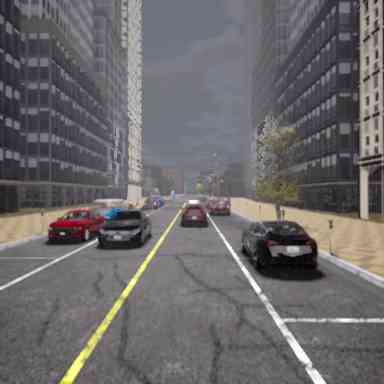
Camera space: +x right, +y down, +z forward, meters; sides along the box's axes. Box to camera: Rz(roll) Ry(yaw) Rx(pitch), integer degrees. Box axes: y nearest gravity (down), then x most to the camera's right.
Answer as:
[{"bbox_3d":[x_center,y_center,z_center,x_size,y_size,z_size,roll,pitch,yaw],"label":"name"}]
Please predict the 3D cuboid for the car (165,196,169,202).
[{"bbox_3d":[-5.545,1.647,56.587,1.947,1.339,4.313,0,0,0],"label":"car"}]

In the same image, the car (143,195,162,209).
[{"bbox_3d":[-5.573,1.508,45.202,1.967,1.590,4.097,0,0,0],"label":"car"}]

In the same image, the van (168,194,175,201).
[{"bbox_3d":[-5.458,1.457,90.740,1.690,1.788,3.998,0,0,0],"label":"van"}]

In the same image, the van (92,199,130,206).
[{"bbox_3d":[-5.629,1.378,22.435,1.690,1.788,3.998,0,0,0],"label":"van"}]

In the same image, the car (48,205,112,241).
[{"bbox_3d":[-5.644,1.573,16.742,1.887,1.381,4.507,0,0,0],"label":"car"}]

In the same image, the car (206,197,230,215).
[{"bbox_3d":[2.780,1.492,33.783,1.967,1.590,4.097,0,0,0],"label":"car"}]

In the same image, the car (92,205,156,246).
[{"bbox_3d":[-2.961,1.563,15.556,1.812,1.442,4.674,0,0,0],"label":"car"}]

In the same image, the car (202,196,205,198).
[{"bbox_3d":[2.822,1.598,51.029,1.752,1.417,4.829,0,0,0],"label":"car"}]

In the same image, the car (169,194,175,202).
[{"bbox_3d":[-5.488,1.630,79.185,1.752,1.417,4.829,0,0,0],"label":"car"}]

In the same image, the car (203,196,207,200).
[{"bbox_3d":[2.807,1.648,45.167,1.802,1.307,4.206,0,0,0],"label":"car"}]

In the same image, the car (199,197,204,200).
[{"bbox_3d":[0.205,1.663,41.657,1.895,1.301,4.718,0,0,0],"label":"car"}]

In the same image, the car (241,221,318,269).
[{"bbox_3d":[2.722,1.584,11.016,1.947,1.339,4.313,0,0,0],"label":"car"}]

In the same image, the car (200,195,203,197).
[{"bbox_3d":[2.894,1.544,79.319,1.967,1.590,4.097,0,0,0],"label":"car"}]

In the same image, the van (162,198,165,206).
[{"bbox_3d":[-5.558,1.415,50.896,1.690,1.788,3.998,0,0,0],"label":"van"}]

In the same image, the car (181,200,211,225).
[{"bbox_3d":[0.161,1.566,24.396,1.812,1.442,4.674,0,0,0],"label":"car"}]
